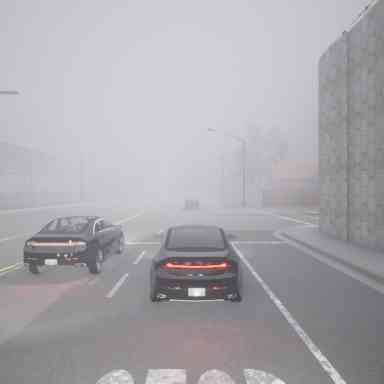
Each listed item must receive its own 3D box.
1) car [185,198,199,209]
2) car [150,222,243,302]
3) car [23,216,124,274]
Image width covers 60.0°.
[{"bbox_3d":[-0.026,1.491,44.224,2.128,1.511,4.902,0,0,0],"label":"car"},{"bbox_3d":[0.078,1.505,8.241,1.837,1.490,4.892,0,0,0],"label":"car"},{"bbox_3d":[-3.430,1.492,10.509,2.128,1.511,4.902,0,0,0],"label":"car"}]
